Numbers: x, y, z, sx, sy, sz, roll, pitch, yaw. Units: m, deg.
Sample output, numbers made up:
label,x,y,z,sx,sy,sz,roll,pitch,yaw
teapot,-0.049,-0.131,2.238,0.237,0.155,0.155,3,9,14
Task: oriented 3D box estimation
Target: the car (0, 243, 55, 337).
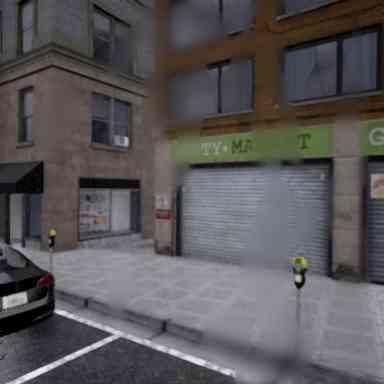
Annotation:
label,x,y,z,sx,sy,sz,roll,pitch,yaw
car,-4.204,1.580,5.945,4.313,1.339,1.947,0,1,35
